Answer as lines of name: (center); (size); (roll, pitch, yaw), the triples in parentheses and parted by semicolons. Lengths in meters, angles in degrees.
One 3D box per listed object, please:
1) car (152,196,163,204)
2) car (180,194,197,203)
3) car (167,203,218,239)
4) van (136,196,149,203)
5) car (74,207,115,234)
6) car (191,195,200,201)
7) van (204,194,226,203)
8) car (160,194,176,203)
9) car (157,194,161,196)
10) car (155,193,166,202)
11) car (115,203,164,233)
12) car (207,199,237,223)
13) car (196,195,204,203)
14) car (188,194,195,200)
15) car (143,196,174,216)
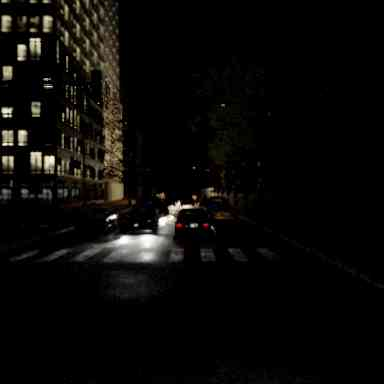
car: (-6.576, 1.549, 63.645); (1.802, 1.307, 4.206); (0, 0, -2)
car: (-0.698, 1.307, 50.010); (2.097, 1.767, 4.553); (0, 0, -2)
car: (-0.002, 1.538, 17.220); (2.033, 1.411, 5.357); (0, 0, -1)
van: (-5.951, 1.338, 41.461); (1.690, 1.788, 3.998); (0, 0, -1)
car: (-5.434, 1.571, 19.282); (2.008, 1.369, 4.403); (0, 0, -1)
car: (0.798, 1.420, 80.717); (1.752, 1.417, 4.829); (0, 0, -2)
van: (2.288, 1.304, 30.649); (1.690, 1.788, 3.998); (0, 0, -1)
car: (-3.511, 1.447, 51.148); (1.882, 1.535, 5.008); (0, 0, -1)
car: (-6.394, 1.520, 58.098); (1.887, 1.381, 4.507); (0, 0, -2)
car: (-6.987, 1.266, 74.731); (2.192, 1.841, 5.009); (0, 0, -2)
car: (-2.979, 1.570, 19.653); (1.994, 1.385, 4.181); (0, 0, -1)
car: (2.372, 1.494, 25.275); (1.752, 1.417, 4.829); (0, 0, -1)
car: (1.934, 1.469, 47.448); (1.752, 1.417, 4.829); (0, 0, -2)
car: (-0.220, 1.329, 95.266); (1.801, 1.575, 5.366); (0, 0, -3)
car: (-3.153, 1.485, 32.058); (2.128, 1.511, 4.902); (0, 0, -1)
